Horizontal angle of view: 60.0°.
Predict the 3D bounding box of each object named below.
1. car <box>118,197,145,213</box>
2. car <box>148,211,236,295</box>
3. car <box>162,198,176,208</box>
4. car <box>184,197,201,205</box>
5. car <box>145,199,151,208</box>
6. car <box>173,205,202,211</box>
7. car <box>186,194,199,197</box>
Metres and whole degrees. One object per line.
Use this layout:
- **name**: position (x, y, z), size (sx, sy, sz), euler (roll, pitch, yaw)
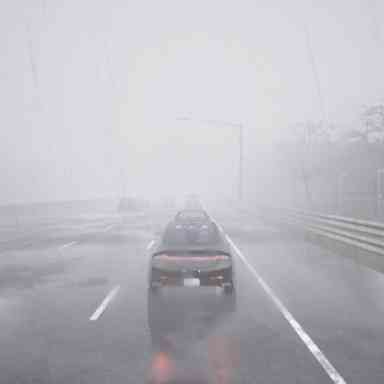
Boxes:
- **car**: position (-6.913, 1.372, 37.434), size (2.097, 1.767, 4.553), euler (0, 0, 0)
- **car**: position (-0.004, 1.497, 8.749), size (2.128, 1.511, 4.902), euler (0, 0, 0)
- **car**: position (-3.410, 1.559, 49.132), size (2.033, 1.411, 5.357), euler (0, 0, 0)
- **car**: position (0.095, 1.583, 38.022), size (1.994, 1.385, 4.181), euler (0, 0, -1)
- **car**: position (-6.916, 1.614, 47.244), size (1.895, 1.301, 4.718), euler (0, 0, 0)
- **car**: position (-0.007, 1.612, 17.747), size (1.895, 1.301, 4.718), euler (0, 0, 0)
- **car**: position (0.081, 1.234, 48.184), size (2.150, 2.045, 5.566), euler (0, 0, 1)
